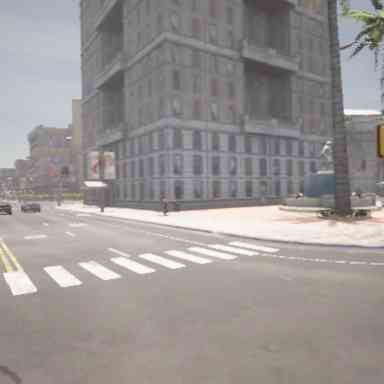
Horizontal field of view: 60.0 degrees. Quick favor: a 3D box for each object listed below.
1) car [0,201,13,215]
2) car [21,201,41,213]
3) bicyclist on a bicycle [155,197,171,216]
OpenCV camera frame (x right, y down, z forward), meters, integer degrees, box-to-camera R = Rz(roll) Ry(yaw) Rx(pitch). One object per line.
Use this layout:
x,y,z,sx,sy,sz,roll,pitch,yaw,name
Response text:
-21.943,1.841,38.419,1.837,1.490,4.892,-1,0,-34,car
-20.724,1.848,42.755,2.033,1.411,5.357,-1,0,-34,car
-2.487,1.274,28.615,1.656,1.620,0.582,-2,0,-34,bicyclist on a bicycle
